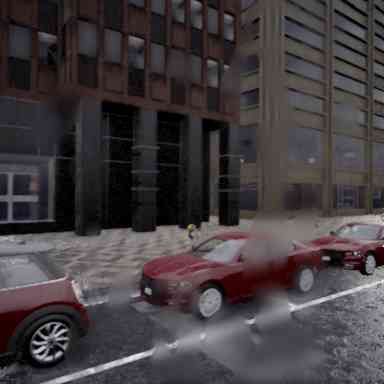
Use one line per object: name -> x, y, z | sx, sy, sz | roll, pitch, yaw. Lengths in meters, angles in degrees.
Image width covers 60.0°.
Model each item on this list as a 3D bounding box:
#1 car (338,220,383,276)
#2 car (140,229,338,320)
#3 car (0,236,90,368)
car -> 5.597, 1.627, 10.637 | 4.507, 1.381, 1.887 | 1, 0, -35
car -> 1.036, 1.584, 7.384 | 4.507, 1.381, 1.887 | 1, 0, -35
car -> -3.524, 1.436, 4.132 | 4.097, 1.590, 1.967 | 1, 0, -35
